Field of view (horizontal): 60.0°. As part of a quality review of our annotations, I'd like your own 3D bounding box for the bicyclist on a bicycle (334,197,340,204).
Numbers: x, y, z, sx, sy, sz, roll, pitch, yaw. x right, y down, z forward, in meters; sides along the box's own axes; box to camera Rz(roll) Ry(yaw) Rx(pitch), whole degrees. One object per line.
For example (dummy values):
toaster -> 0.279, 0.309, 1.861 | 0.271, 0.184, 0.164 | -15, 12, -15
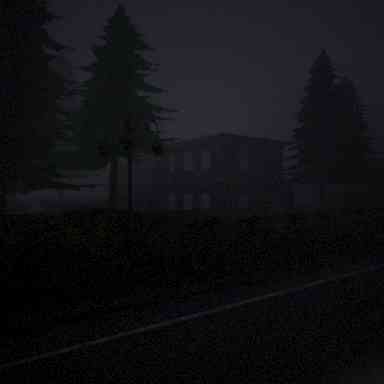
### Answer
bicyclist on a bicycle -> 17.653, 1.461, 40.579 | 1.656, 1.620, 0.582 | 0, 0, -29
